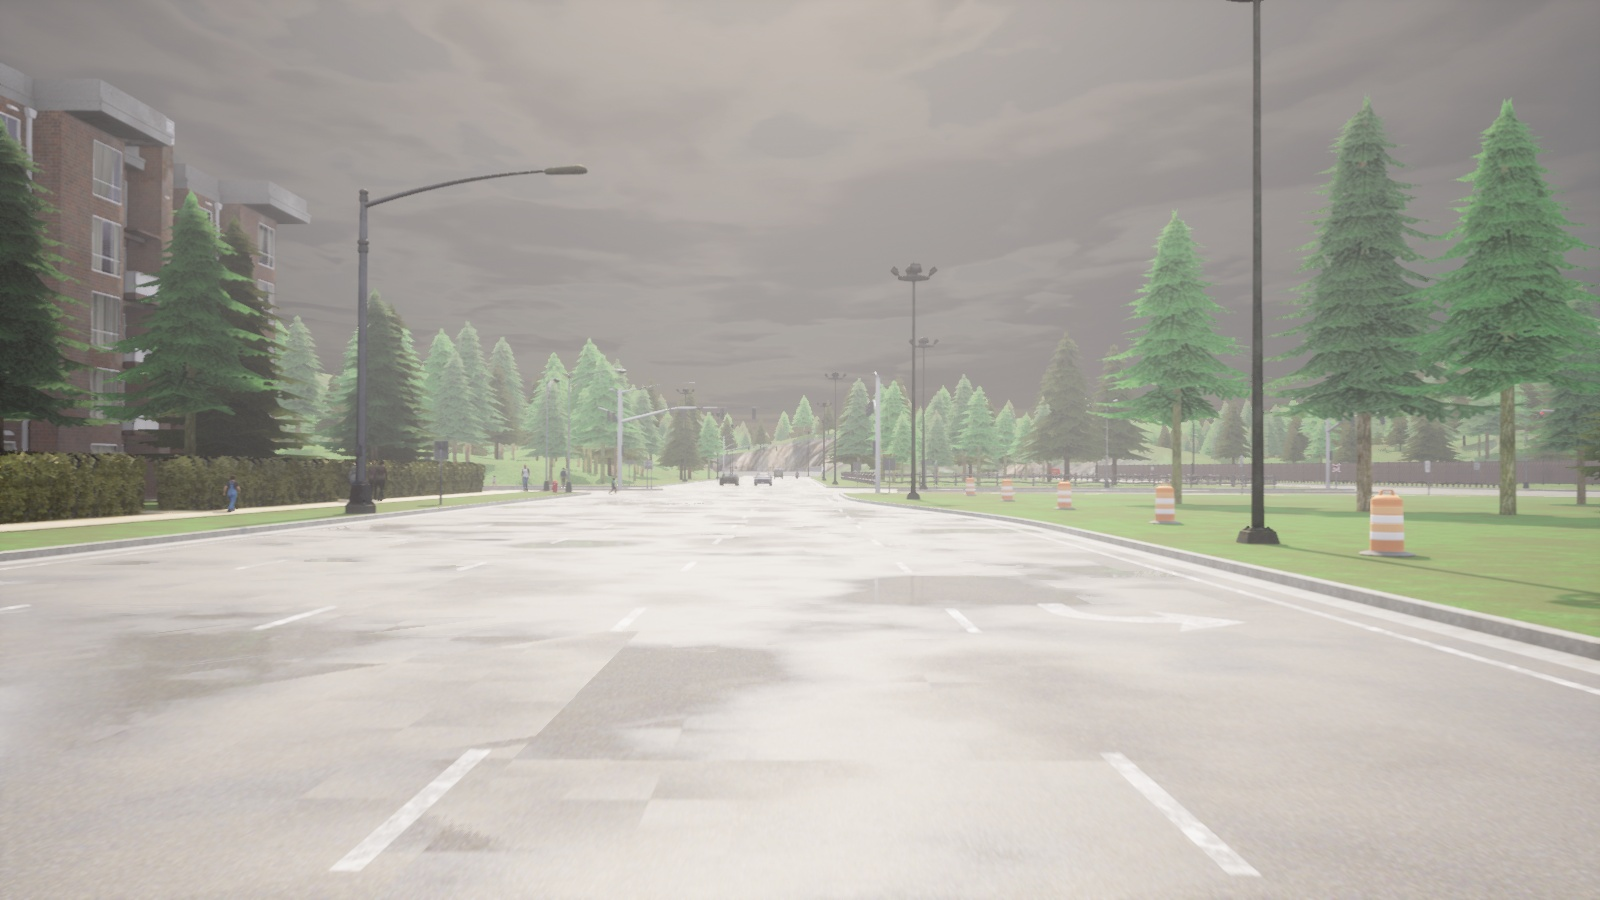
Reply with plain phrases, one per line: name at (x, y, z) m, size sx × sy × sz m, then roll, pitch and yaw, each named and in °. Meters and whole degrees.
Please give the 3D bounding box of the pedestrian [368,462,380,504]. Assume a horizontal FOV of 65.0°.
pedestrian at (-18.702, 1.442, 55.151) m, size 0.331 × 1.846 × 0.634 m, roll 0°, pitch -1°, yaw -1°

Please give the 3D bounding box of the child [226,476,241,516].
child at (-18.109, 1.468, 40.120) m, size 0.270 × 1.263 × 0.437 m, roll 0°, pitch -1°, yaw 0°

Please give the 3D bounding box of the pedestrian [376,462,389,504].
pedestrian at (-18.151, 1.430, 54.610) m, size 0.328 × 1.805 × 0.869 m, roll 0°, pitch -1°, yaw -2°
